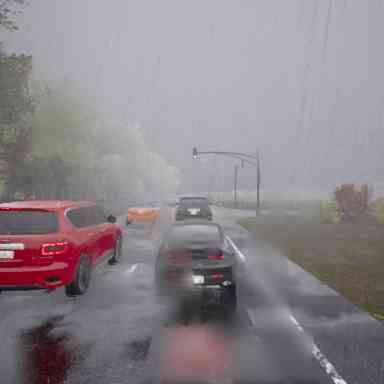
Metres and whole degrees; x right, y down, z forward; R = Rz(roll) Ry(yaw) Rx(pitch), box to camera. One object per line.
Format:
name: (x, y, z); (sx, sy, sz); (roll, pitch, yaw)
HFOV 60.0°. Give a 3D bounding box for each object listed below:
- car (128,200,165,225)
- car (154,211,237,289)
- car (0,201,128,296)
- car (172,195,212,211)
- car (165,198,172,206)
car: (-3.398, 1.380, 24.409); (2.097, 1.767, 4.553); (0, 0, 0)
car: (0.100, 1.517, 9.197); (1.837, 1.490, 4.892); (0, 0, 0)
car: (-3.402, 1.233, 8.774); (2.150, 2.045, 5.566); (0, 0, 0)
car: (0.102, 1.246, 21.074); (2.150, 2.045, 5.566); (0, 0, 0)
car: (-3.396, 1.602, 51.308); (2.033, 1.411, 5.357); (0, 0, 0)
